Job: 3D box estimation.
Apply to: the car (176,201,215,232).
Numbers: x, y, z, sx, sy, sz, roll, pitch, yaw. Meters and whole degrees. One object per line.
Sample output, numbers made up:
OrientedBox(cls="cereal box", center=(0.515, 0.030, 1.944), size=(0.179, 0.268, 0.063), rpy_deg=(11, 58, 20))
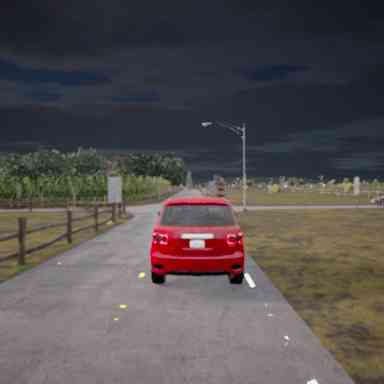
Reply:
OrientedBox(cls="car", center=(0.200, 1.355, 20.111), size=(2.033, 1.411, 5.357), rpy_deg=(0, 1, 1))

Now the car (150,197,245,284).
OrientedBox(cls="car", center=(0.146, 1.154, 9.512), size=(2.150, 2.045, 5.566), rpy_deg=(0, 0, 1))

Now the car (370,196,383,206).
OrientedBox(cls="car", center=(22.359, 0.809, 36.929), size=(4.674, 1.442, 1.812), rpy_deg=(-1, -1, 0))
